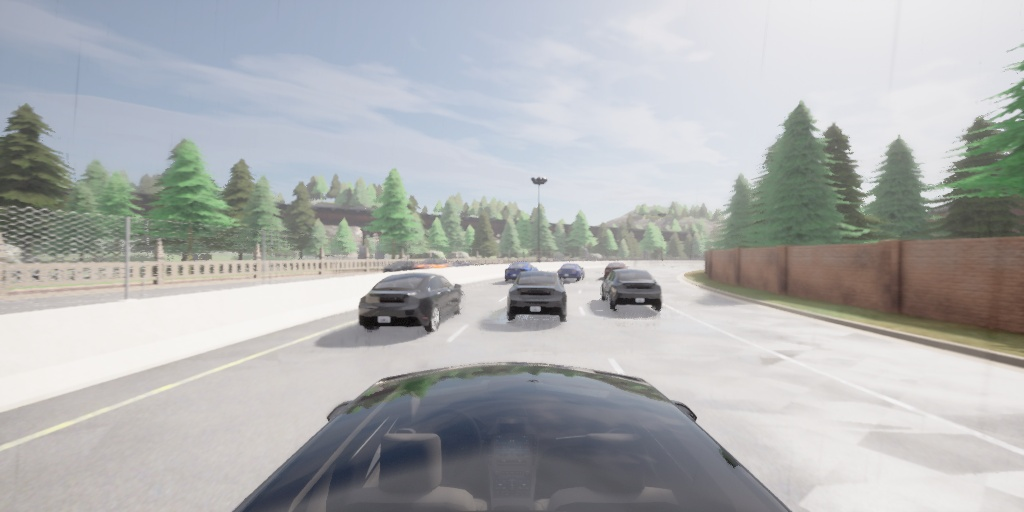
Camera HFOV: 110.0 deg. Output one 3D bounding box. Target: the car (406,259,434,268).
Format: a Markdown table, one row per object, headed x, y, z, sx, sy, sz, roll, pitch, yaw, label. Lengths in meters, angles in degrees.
| x | y | z | sx | sy | sz | roll | pitch | yaw | label |
| --- | --- | --- | --- | --- | --- | --- | --- | --- | --- |
| -8.059 | 1.100 | 35.734 | 2.097 | 1.767 | 4.553 | 0 | 0 | 20 | car |

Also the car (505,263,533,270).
| x | y | z | sx | sy | sz | roll | pitch | yaw | label |
| --- | --- | --- | --- | --- | --- | --- | --- | --- | --- |
| 0.850 | 1.259 | 28.681 | 1.882 | 1.535 | 5.008 | 0 | 0 | 16 | car |

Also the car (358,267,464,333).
| x | y | z | sx | sy | sz | roll | pitch | yaw | label |
| --- | --- | --- | --- | --- | --- | --- | --- | --- | --- |
| -2.763 | 1.251 | 10.816 | 1.837 | 1.490 | 4.892 | 0 | 0 | 6 | car |

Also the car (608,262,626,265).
| x | y | z | sx | sy | sz | roll | pitch | yaw | label |
| --- | --- | --- | --- | --- | --- | --- | --- | --- | --- |
| 9.472 | 1.303 | 32.314 | 1.882 | 1.535 | 5.008 | 0 | 0 | 20 | car |

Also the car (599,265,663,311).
| x | y | z | sx | sy | sz | roll | pitch | yaw | label |
| --- | --- | --- | --- | --- | --- | --- | --- | --- | --- |
| 4.795 | 1.290 | 14.829 | 1.837 | 1.490 | 4.892 | 0 | 0 | 9 | car |

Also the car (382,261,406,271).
| x | y | z | sx | sy | sz | roll | pitch | yaw | label |
| --- | --- | --- | --- | --- | --- | --- | --- | --- | --- |
| -11.301 | 1.239 | 37.068 | 1.837 | 1.490 | 4.892 | 0 | 0 | 20 | car |

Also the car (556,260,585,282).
| x | y | z | sx | sy | sz | roll | pitch | yaw | label |
| --- | --- | --- | --- | --- | --- | --- | --- | --- | --- |
| 4.960 | 1.328 | 30.063 | 1.812 | 1.442 | 4.674 | 0 | 0 | 18 | car |

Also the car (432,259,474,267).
| x | y | z | sx | sy | sz | roll | pitch | yaw | label |
| --- | --- | --- | --- | --- | --- | --- | --- | --- | --- |
| -5.061 | 1.251 | 33.723 | 2.128 | 1.511 | 4.902 | 0 | 0 | 19 | car |

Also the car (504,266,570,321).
| x | y | z | sx | sy | sz | roll | pitch | yaw | label |
| --- | --- | --- | --- | --- | --- | --- | --- | --- | --- |
| 0.961 | 1.270 | 12.615 | 1.837 | 1.490 | 4.892 | 0 | 0 | 7 | car |
